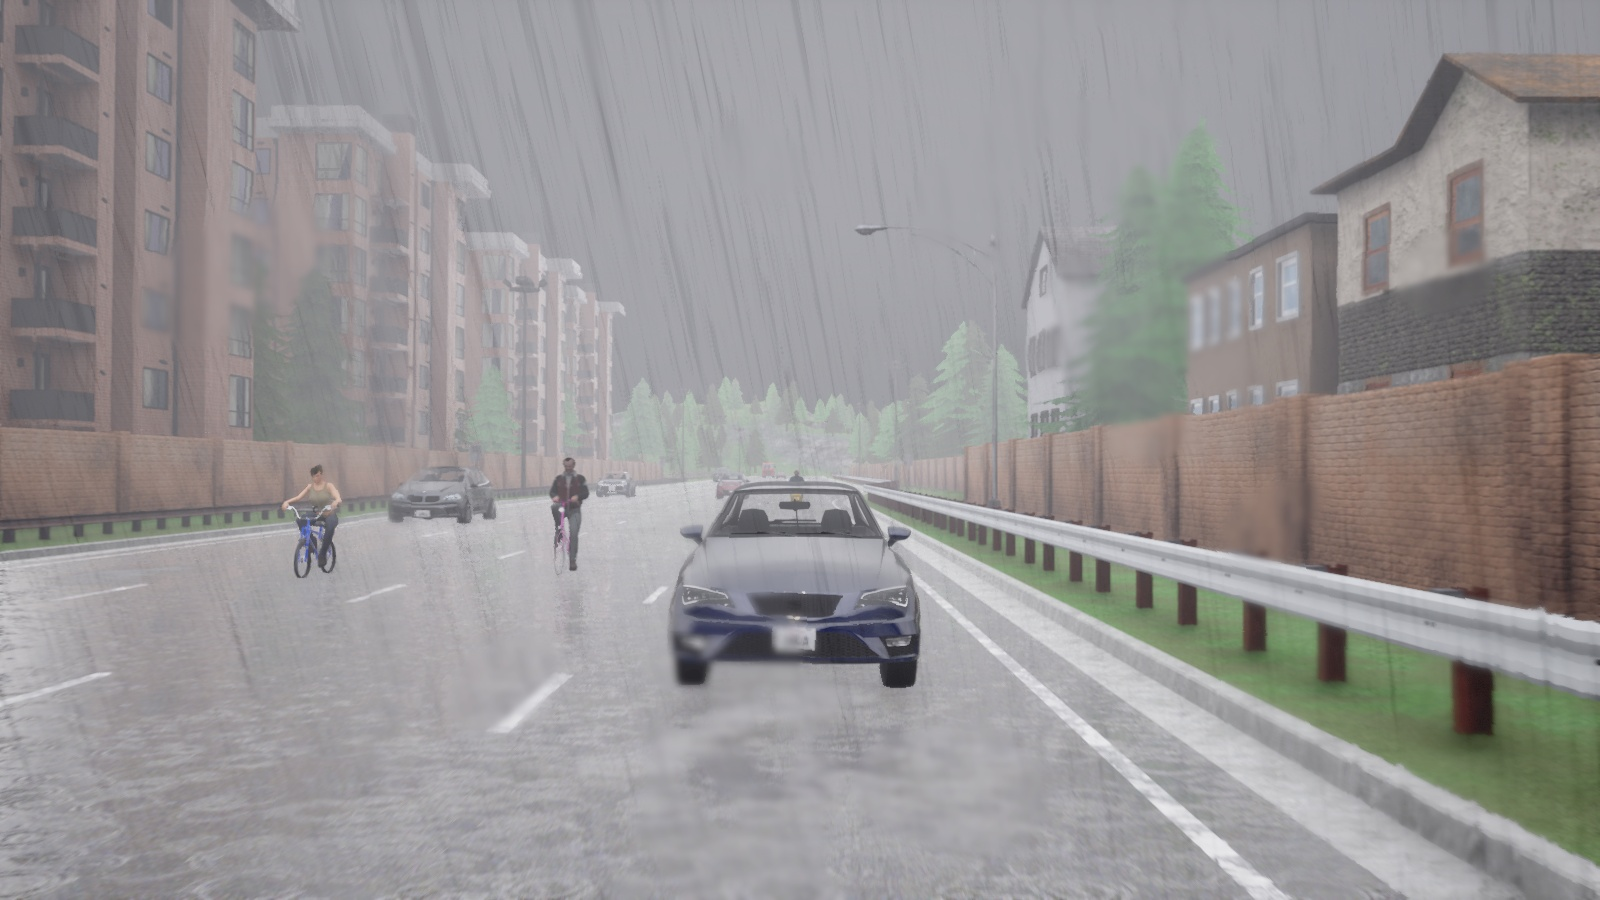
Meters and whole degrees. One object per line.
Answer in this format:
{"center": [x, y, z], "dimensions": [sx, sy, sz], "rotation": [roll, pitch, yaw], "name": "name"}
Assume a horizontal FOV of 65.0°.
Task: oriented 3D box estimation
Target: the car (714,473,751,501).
{"center": [-3.666, 1.994, 68.763], "dimensions": [1.845, 1.501, 3.633], "rotation": [0, -1, 0], "name": "car"}

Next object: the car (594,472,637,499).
{"center": [-10.677, 2.045, 73.004], "dimensions": [1.970, 1.475, 3.806], "rotation": [0, -1, 0], "name": "car"}

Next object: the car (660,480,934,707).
{"center": [-0.025, 1.004, 10.464], "dimensions": [1.816, 1.474, 4.193], "rotation": [0, -1, 0], "name": "car"}

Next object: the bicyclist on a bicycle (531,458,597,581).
{"center": [-3.547, 1.018, 19.028], "dimensions": [0.659, 1.776, 1.843], "rotation": [0, -1, 0], "name": "bicyclist on a bicycle"}

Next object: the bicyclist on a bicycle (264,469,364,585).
{"center": [-7.040, 1.085, 18.274], "dimensions": [0.866, 1.612, 1.509], "rotation": [0, -1, 0], "name": "bicyclist on a bicycle"}

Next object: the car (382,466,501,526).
{"center": [-10.591, 1.329, 37.510], "dimensions": [2.242, 1.667, 4.611], "rotation": [0, -1, 0], "name": "car"}
